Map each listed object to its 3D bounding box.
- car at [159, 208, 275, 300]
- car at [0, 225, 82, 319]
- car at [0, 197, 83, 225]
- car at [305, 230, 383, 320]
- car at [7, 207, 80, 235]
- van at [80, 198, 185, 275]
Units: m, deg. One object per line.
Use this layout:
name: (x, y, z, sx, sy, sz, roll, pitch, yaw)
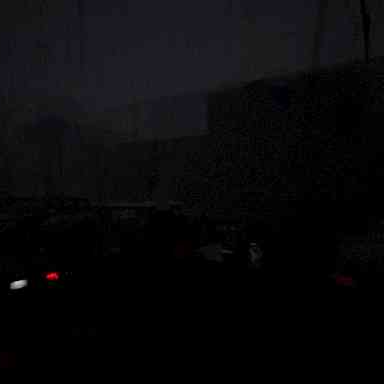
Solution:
car: (1.030, 1.360, 8.713, 2.185, 1.767, 4.553, 0, -1, 15)
car: (-4.840, 1.540, 6.828, 5.357, 1.411, 2.033, 0, 0, 35)
car: (-6.248, 1.227, 13.909, 2.435, 2.045, 5.566, 1, -1, 15)
car: (3.464, 1.529, 7.006, 2.002, 1.452, 4.674, 0, -1, 15)
car: (-3.822, 1.482, 12.199, 2.231, 1.521, 4.892, 0, -1, 15)
van: (-1.360, 1.259, 10.588, 1.878, 1.987, 4.442, 0, -1, 15)
